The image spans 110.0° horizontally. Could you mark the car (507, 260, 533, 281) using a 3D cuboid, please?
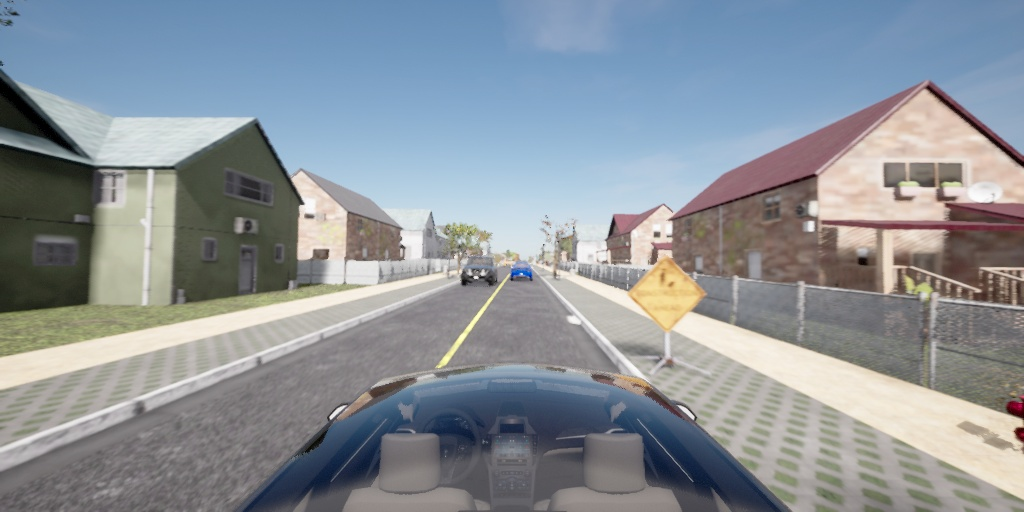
[{"bbox_3d":[0.879,1.338,32.043,1.882,1.535,5.008,1,0,2],"label":"car"}]

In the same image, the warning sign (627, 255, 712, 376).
[{"bbox_3d":[2.599,0.913,6.009,1.300,1.860,1.060,0,0,2],"label":"warning sign"}]

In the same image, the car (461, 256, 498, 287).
[{"bbox_3d":[-2.187,1.006,25.512,2.150,2.045,5.566,1,0,2],"label":"car"}]
